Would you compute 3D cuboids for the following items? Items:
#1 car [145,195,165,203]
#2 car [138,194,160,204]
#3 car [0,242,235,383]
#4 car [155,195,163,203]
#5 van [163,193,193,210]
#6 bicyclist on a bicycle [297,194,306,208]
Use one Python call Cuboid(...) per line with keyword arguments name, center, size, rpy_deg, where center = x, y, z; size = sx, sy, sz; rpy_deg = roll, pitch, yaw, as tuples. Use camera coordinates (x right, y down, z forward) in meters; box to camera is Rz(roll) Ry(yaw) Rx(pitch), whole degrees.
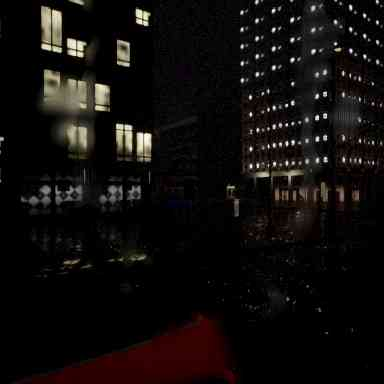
Cuboid(name="car", center=(-7.023, 1.237, 63.244), size=(1.887, 1.381, 4.507), rpy_deg=(0, 0, -34))
Cuboid(name="car", center=(-7.846, 1.203, 59.831), size=(1.882, 1.535, 5.008), rpy_deg=(-1, 1, -34))
Cuboid(name="car", center=(-1.899, 1.351, 2.290), size=(4.553, 1.767, 2.097), rpy_deg=(0, 0, -35))
Cuboid(name="car", center=(-3.913, 1.035, 58.659), size=(2.192, 1.841, 5.009), rpy_deg=(0, 0, -34))
Cuboid(name="van", center=(-1.517, 1.210, 40.203), size=(1.690, 1.788, 3.998), rpy_deg=(0, 0, -34))
Cuboid(name="bicyclist on a bicycle", center=(12.874, 1.117, 39.154), size=(1.656, 1.620, 0.582), rpy_deg=(-1, 1, -34))
